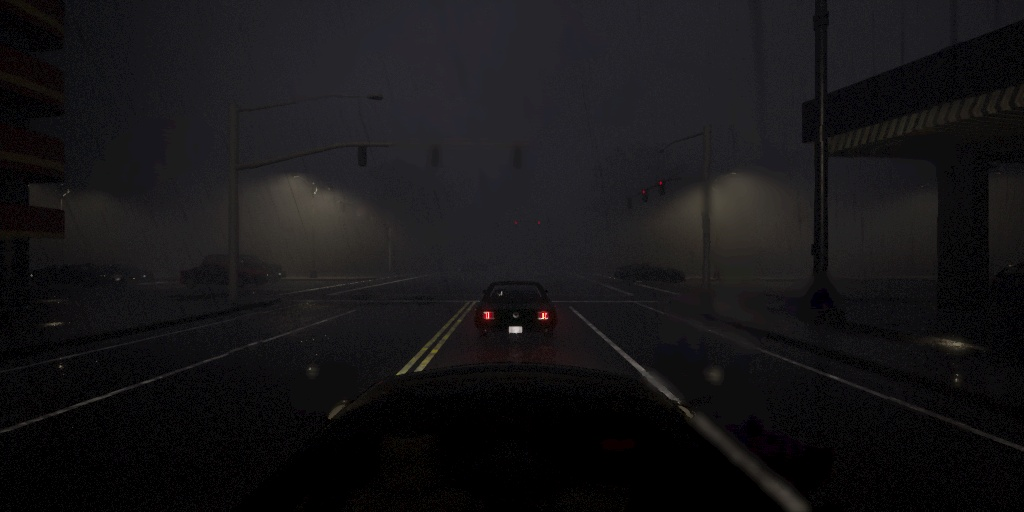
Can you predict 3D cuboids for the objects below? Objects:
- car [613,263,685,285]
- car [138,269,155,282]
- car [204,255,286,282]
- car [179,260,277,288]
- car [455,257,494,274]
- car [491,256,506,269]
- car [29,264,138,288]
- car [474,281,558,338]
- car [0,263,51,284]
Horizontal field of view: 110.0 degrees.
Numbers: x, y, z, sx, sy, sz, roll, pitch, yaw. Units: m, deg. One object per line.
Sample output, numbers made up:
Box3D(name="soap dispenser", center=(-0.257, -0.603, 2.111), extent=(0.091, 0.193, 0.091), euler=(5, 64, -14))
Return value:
Box3D(name="car", center=(9.895, 1.241, 26.059), extent=(4.902, 1.511, 2.128), euler=(0, 0, 5))
Box3D(name="car", center=(-29.309, 1.314, 26.659), extent=(4.181, 1.385, 1.994), euler=(0, 0, 0))
Box3D(name="car", center=(-19.891, 0.971, 26.509), extent=(5.566, 2.045, 2.150), euler=(0, 0, 1))
Box3D(name="car", center=(-18.330, 1.228, 22.961), extent=(5.008, 1.535, 1.882), euler=(0, 0, 1))
Box3D(name="car", center=(-4.607, 1.241, 41.299), extent=(2.128, 1.511, 4.902), euler=(1, 0, 28))
Box3D(name="car", center=(-2.665, 0.973, 58.989), extent=(2.150, 2.045, 5.566), euler=(0, 0, 1))
Box3D(name="car", center=(-27.833, 1.241, 23.135), extent=(4.902, 1.511, 2.128), euler=(0, 0, 1))
Box3D(name="car", center=(0.097, 1.351, 10.193), extent=(1.895, 1.301, 4.718), euler=(0, 0, 0))
Box3D(name="car", center=(-37.991, 1.276, 26.825), extent=(4.674, 1.442, 1.812), euler=(0, 0, 1))
